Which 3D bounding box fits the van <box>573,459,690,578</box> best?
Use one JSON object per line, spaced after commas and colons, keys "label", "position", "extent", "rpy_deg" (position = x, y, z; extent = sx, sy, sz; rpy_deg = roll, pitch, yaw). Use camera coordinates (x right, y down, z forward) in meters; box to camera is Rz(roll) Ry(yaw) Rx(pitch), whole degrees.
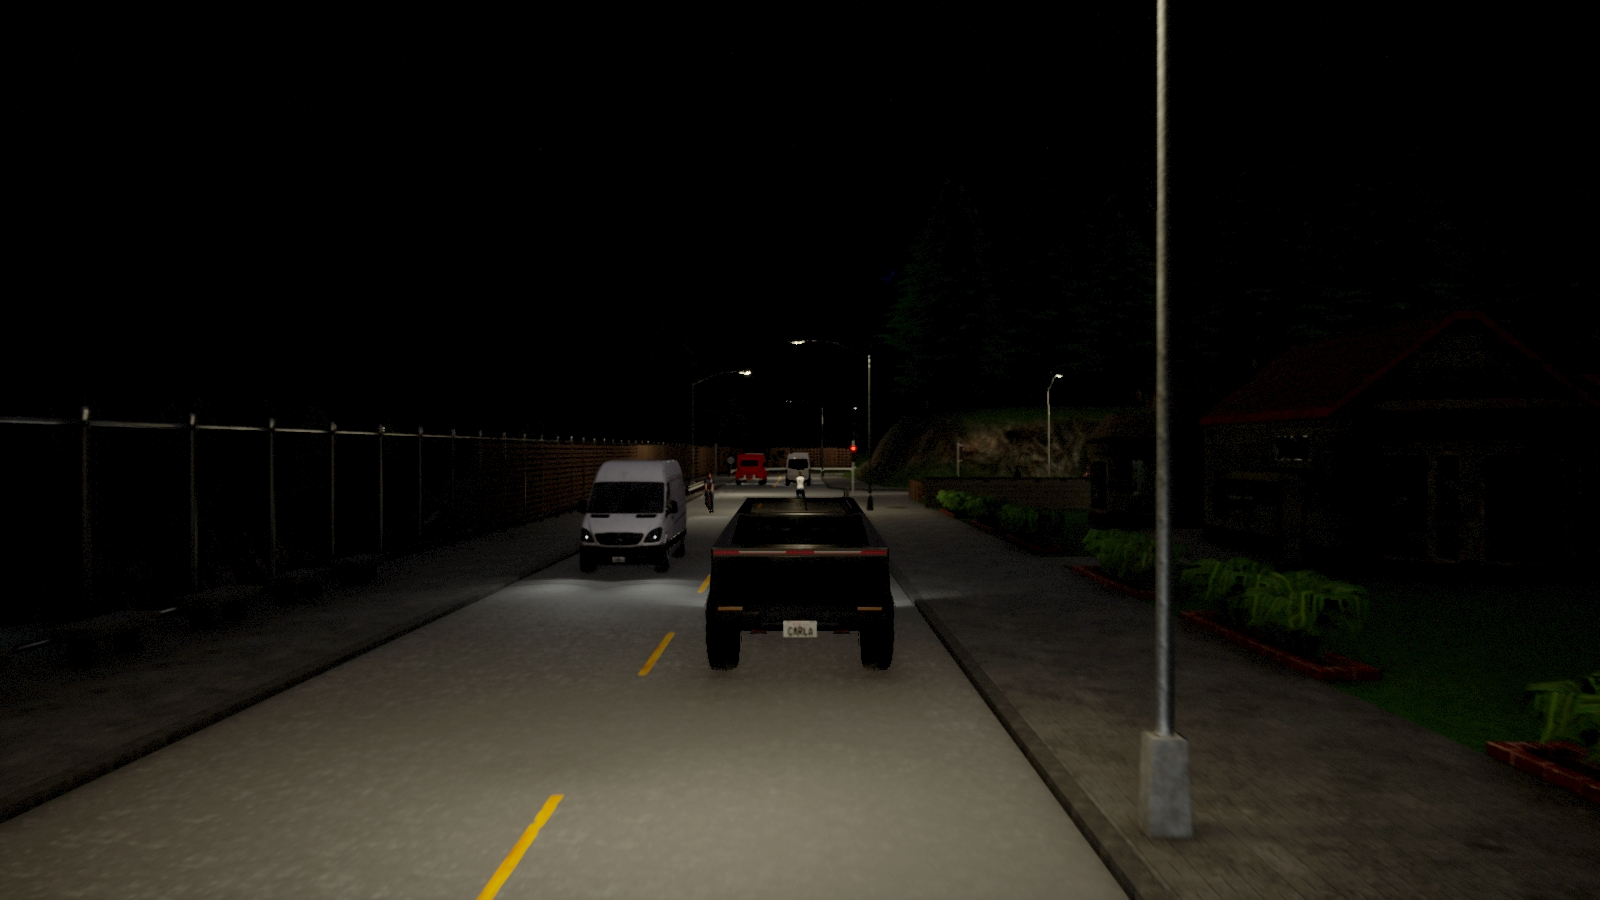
{"label": "van", "position": [-3.993, 1.535, 28.060], "extent": [1.988, 2.561, 5.915], "rpy_deg": [0, 0, 0]}

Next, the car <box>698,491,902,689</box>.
{"label": "car", "position": [0.001, 1.753, 16.532], "extent": [2.390, 2.098, 6.274], "rpy_deg": [0, 0, 0]}
